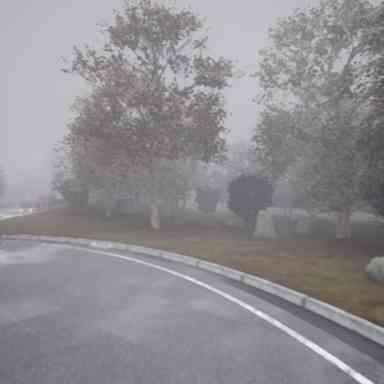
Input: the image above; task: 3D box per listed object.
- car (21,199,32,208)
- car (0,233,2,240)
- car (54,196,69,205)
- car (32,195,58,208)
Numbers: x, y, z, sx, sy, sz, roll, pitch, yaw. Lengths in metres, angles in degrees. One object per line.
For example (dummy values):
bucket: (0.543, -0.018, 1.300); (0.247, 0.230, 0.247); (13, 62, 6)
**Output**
car: (-27.603, 1.896, 56.790); (1.837, 1.490, 4.892); (-1, 0, -10)
car: (-10.814, 1.718, 14.239); (5.357, 1.411, 2.033); (-1, 0, 18)
car: (-25.536, 1.640, 65.250); (1.882, 1.535, 5.008); (-1, 0, -10)
car: (-23.493, 1.540, 53.895); (2.150, 2.045, 5.566); (-1, 0, -9)
